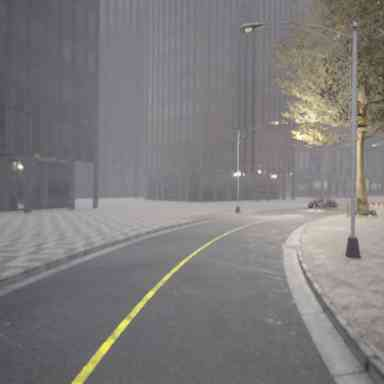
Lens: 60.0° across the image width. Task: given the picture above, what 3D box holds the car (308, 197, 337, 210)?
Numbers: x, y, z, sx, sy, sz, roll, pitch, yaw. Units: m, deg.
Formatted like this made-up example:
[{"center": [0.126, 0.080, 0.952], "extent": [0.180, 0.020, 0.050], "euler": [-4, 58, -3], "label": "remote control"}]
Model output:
[{"center": [15.059, 1.297, 38.340], "extent": [4.181, 1.385, 1.994], "euler": [0, 1, -43], "label": "car"}]

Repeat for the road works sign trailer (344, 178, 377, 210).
[{"center": [19.030, 0.215, 37.835], "extent": [2.880, 3.560, 2.380], "euler": [0, 1, -42], "label": "road works sign trailer"}]
